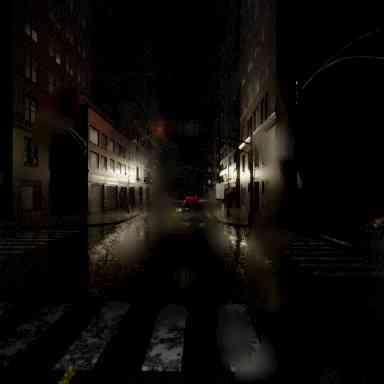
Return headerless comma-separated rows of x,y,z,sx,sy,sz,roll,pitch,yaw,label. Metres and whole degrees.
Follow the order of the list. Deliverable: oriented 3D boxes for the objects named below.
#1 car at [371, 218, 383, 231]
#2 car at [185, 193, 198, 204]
12.383,1.514,18.053,4.829,1.417,1.752,0,0,0,car
-0.034,1.184,60.462,2.150,2.045,5.566,0,0,0,car
